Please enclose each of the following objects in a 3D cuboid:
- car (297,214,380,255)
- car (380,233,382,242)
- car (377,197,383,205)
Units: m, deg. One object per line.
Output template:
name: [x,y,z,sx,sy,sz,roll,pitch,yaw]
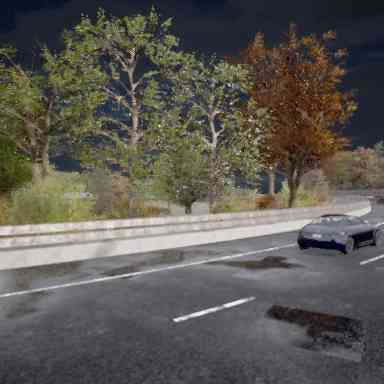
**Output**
car: [6.103,1.593,13.639,4.181,1.385,1.994,0,0,-42]
car: [7.943,1.520,10.574,4.892,1.490,1.837,0,0,-42]
car: [36.006,1.614,61.770,2.033,1.411,5.357,0,0,14]
